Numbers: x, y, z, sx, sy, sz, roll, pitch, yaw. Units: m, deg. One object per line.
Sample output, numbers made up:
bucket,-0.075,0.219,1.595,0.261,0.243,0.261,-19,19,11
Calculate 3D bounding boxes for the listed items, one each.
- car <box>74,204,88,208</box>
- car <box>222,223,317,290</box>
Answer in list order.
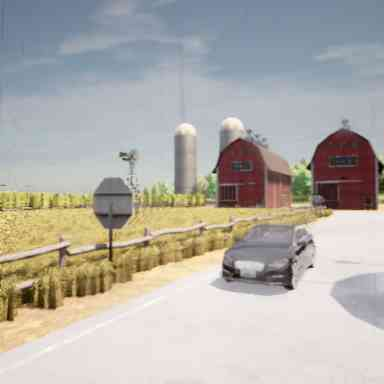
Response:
car,-25.461,3.387,76.632,1.994,1.385,4.181,0,-1,5
car,2.510,1.715,10.016,2.128,1.511,4.902,-1,-1,29
